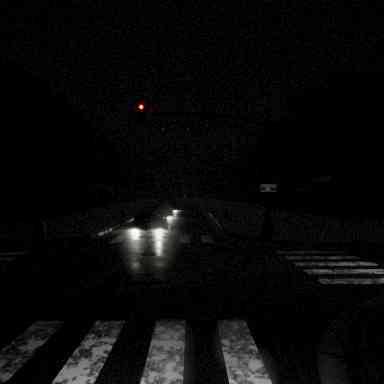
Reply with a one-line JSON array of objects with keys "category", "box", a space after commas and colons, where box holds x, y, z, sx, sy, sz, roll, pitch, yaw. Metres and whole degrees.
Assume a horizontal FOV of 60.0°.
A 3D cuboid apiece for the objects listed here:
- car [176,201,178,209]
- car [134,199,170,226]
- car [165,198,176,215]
[{"category": "car", "box": [-2.939, 1.533, 44.410, 1.837, 1.490, 4.892, 0, 0, 0]}, {"category": "car", "box": [-2.912, 1.491, 23.982, 1.882, 1.535, 5.008, 0, 0, 0]}, {"category": "car", "box": [-2.931, 1.498, 33.998, 1.882, 1.535, 5.008, 0, 0, 0]}]
